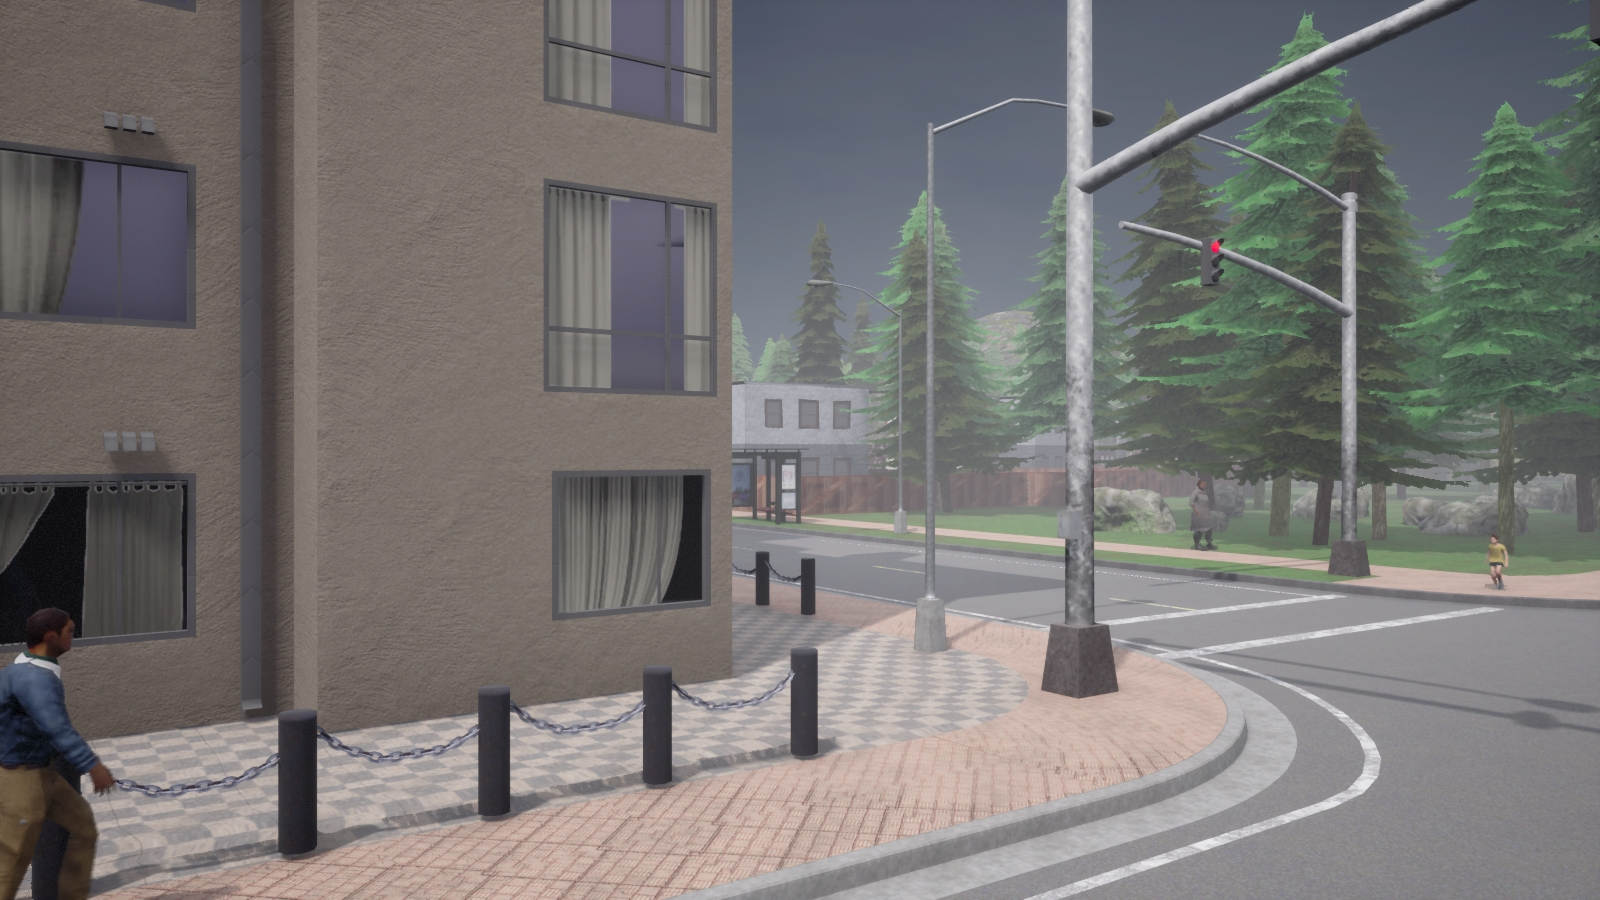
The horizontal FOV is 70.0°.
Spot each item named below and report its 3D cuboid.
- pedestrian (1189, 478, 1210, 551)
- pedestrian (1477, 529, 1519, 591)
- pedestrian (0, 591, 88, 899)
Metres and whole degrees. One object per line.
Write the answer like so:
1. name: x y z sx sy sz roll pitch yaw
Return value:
1. pedestrian: 10.424 1.676 29.799 0.375 1.860 0.375 0 0 -33
2. pedestrian: 13.086 2.054 21.417 0.500 1.100 0.500 0 0 -34
3. pedestrian: -3.940 1.694 5.932 0.375 1.860 0.375 0 0 -38
